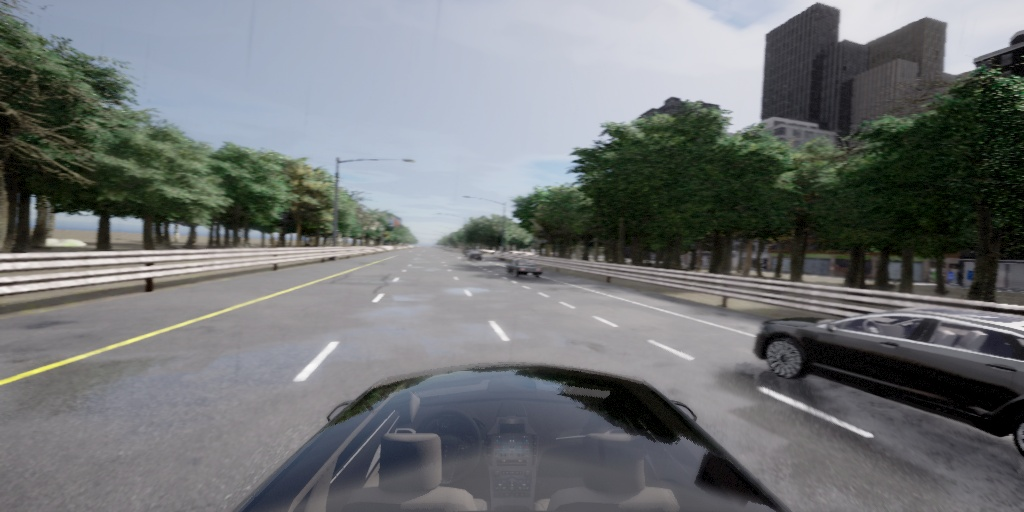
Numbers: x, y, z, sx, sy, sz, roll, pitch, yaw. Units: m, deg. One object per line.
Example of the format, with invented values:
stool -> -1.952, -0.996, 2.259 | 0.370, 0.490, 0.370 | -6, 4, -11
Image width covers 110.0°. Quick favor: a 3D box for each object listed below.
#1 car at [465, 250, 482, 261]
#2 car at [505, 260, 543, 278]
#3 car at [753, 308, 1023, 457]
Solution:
car -> -5.943, -0.068, 56.622 | 1.882, 1.535, 5.008 | 3, 1, -13
car -> 0.791, 0.927, 27.458 | 1.895, 1.301, 4.718 | 3, 1, -13
car -> 5.981, 1.488, 5.044 | 2.128, 1.511, 4.902 | 3, 1, -13
